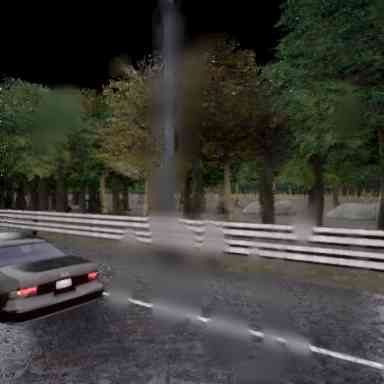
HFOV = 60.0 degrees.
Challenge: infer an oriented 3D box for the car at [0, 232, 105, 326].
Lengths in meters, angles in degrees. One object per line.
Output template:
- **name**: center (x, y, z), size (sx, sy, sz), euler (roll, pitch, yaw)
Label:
- **car**: center (-4.165, 1.572, 6.961), size (5.357, 1.411, 2.033), euler (0, 0, 35)
